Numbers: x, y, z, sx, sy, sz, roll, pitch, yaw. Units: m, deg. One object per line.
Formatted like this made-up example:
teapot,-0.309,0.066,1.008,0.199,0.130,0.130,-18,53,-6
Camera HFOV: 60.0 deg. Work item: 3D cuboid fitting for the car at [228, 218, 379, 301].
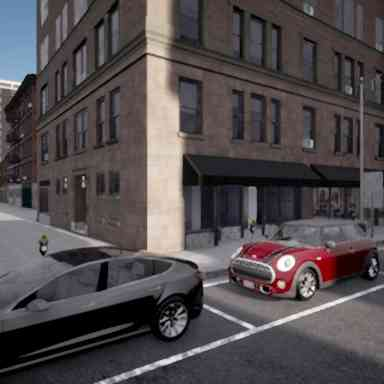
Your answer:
car,2.820,1.438,8.244,4.097,1.590,1.967,0,0,-36

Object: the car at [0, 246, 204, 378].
car,-1.786,1.566,4.917,4.313,1.339,1.947,0,0,-36
